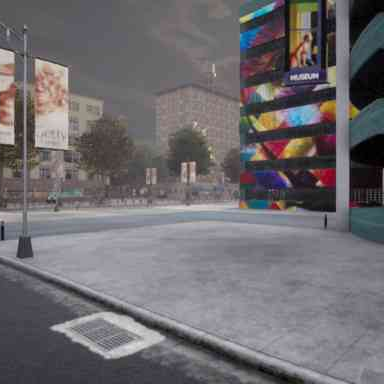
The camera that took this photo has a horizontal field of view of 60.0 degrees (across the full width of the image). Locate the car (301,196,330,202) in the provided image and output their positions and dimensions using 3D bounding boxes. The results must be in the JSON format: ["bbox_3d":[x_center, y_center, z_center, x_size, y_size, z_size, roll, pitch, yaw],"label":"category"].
[{"bbox_3d":[14.255,1.320,39.330,2.002,1.452,4.674,0,0,43],"label":"car"}]

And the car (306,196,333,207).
[{"bbox_3d":[19.579,1.413,51.052,2.161,1.482,4.786,0,0,43],"label":"car"}]
